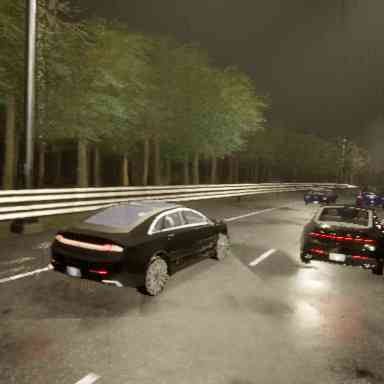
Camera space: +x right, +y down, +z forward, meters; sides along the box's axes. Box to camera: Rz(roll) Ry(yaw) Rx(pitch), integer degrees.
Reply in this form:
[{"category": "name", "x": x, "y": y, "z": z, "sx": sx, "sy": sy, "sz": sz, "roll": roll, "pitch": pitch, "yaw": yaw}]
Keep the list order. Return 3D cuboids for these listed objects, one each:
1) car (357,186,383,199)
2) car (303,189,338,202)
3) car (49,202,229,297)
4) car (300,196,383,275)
[{"category": "car", "x": 14.350, "y": 0.373, "z": 26.259, "sx": 2.097, "sy": 1.767, "sz": 4.553, "roll": 5, "pitch": 4, "yaw": 32}, {"category": "car", "x": 10.386, "y": 0.417, "z": 26.548, "sx": 1.895, "sy": 1.301, "sz": 4.718, "roll": 5, "pitch": 4, "yaw": 31}, {"category": "car", "x": -0.717, "y": 0.970, "z": 7.396, "sx": 2.128, "sy": 1.511, "sz": 4.902, "roll": 5, "pitch": 4, "yaw": 28}, {"category": "car", "x": 4.366, "y": 1.103, "z": 9.385, "sx": 1.837, "sy": 1.490, "sz": 4.892, "roll": 5, "pitch": 4, "yaw": 29}]
